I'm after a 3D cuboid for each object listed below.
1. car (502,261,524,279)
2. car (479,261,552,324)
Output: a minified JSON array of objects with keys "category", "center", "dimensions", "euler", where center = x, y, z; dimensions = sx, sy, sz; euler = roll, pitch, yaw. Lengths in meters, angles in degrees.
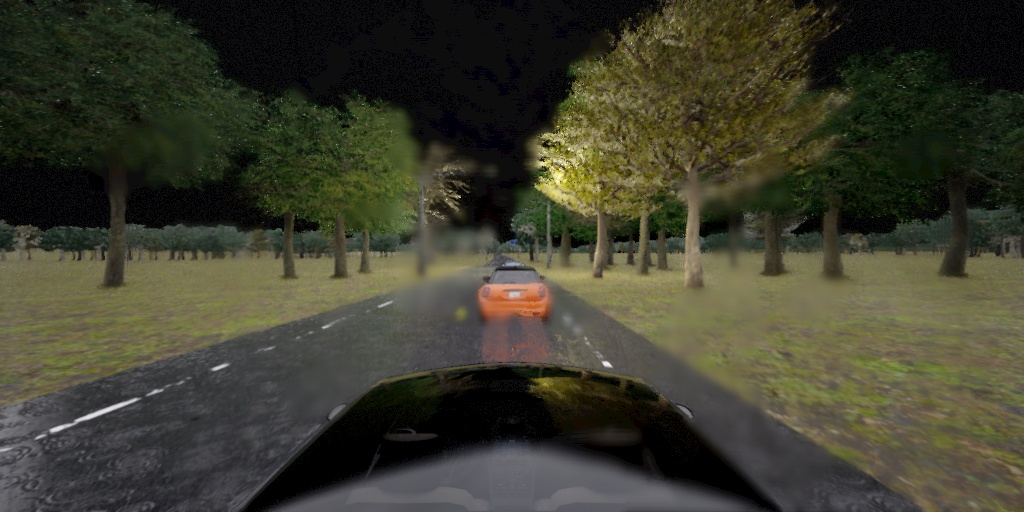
[{"category":"car","center":[0.100,1.237,33.151],"dimensions":[1.882,1.535,5.008],"euler":[0,0,0]},{"category":"car","center":[0.101,1.107,12.144],"dimensions":[2.097,1.767,4.553],"euler":[0,0,0]}]
